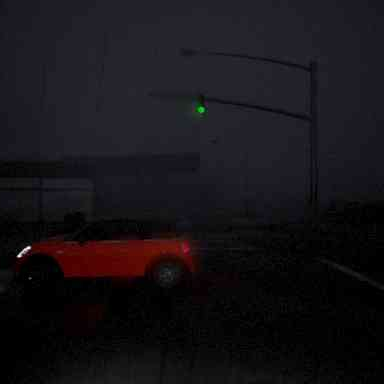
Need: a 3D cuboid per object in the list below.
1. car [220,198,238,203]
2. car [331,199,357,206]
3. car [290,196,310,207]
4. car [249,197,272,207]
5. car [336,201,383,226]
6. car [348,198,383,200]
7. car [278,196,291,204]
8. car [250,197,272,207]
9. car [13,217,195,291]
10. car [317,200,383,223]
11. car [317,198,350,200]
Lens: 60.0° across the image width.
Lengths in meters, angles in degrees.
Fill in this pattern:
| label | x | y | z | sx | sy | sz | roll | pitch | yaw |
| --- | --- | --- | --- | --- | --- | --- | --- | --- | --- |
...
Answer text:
| label | x | y | z | sx | sy | sz | roll | pitch | yaw |
| --- | --- | --- | --- | --- | --- | --- | --- | --- | --- |
| car | 9.563 | 2.362 | 86.681 | 4.674 | 1.442 | 1.812 | 0 | -1 | 0 |
| car | 31.002 | 2.102 | 67.871 | 4.514 | 1.523 | 2.007 | 0 | -1 | -1 |
| car | 21.046 | 1.819 | 60.853 | 4.605 | 1.855 | 1.932 | 0 | -1 | -1 |
| car | 13.152 | 1.838 | 64.078 | 3.866 | 1.878 | 1.905 | 0 | -1 | -1 |
| car | 12.966 | 1.617 | 23.356 | 4.514 | 1.523 | 2.007 | 0 | -1 | -1 |
| car | 20.470 | 1.775 | 38.398 | 3.633 | 1.501 | 1.845 | 0 | -1 | -1 |
| car | 25.242 | 2.063 | 86.765 | 5.566 | 2.045 | 2.150 | 0 | -1 | 0 |
| car | 12.568 | 2.082 | 60.745 | 3.806 | 1.475 | 1.970 | 0 | -1 | -1 |
| car | -2.200 | 1.458 | 8.882 | 4.553 | 1.767 | 2.097 | 0 | -1 | -1 |
| car | 12.889 | 1.645 | 26.492 | 5.027 | 1.636 | 2.152 | 0 | -1 | -1 |
| car | 20.433 | 1.872 | 48.390 | 4.514 | 1.523 | 2.007 | 0 | -1 | -1 |
